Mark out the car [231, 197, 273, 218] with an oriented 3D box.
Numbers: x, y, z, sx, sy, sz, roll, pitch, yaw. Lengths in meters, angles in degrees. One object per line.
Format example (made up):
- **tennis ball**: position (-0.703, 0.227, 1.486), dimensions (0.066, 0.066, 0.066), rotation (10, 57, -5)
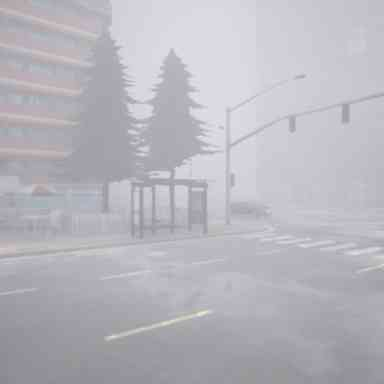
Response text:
- **car**: position (5.393, 1.558, 31.082), dimensions (2.128, 1.511, 4.902), rotation (0, 0, -34)
